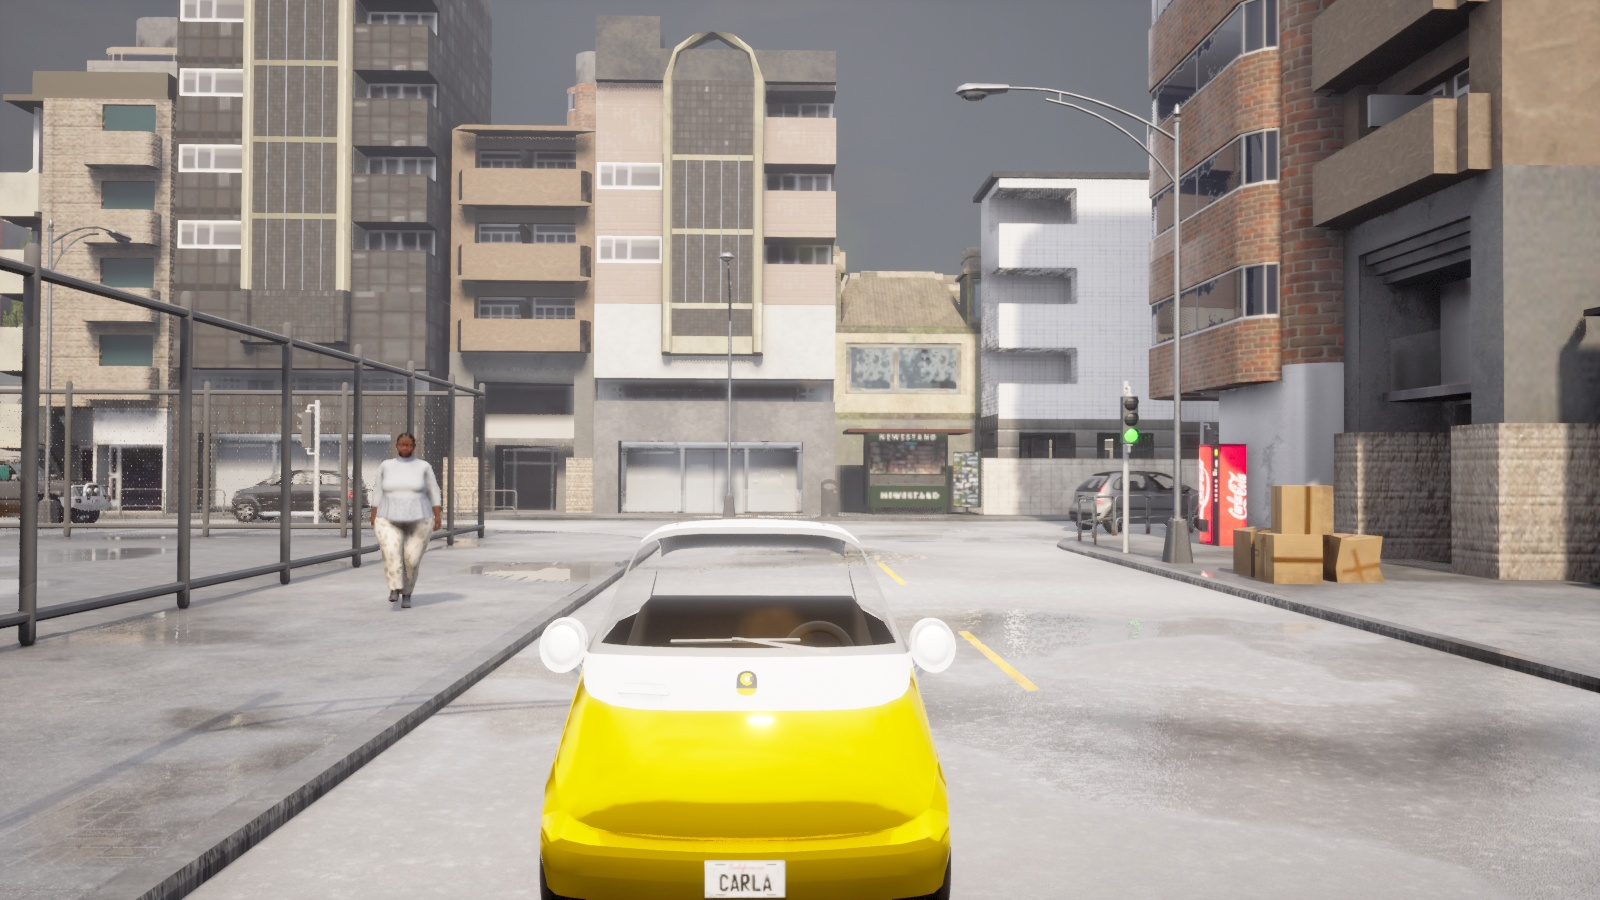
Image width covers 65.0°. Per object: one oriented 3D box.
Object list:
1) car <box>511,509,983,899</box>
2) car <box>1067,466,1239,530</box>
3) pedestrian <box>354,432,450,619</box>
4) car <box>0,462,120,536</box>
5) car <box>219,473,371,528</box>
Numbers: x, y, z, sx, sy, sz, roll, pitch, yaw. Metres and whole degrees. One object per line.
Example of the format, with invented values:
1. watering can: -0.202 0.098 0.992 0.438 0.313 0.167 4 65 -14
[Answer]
1. car: -0.190 0.955 5.061 1.481 1.376 2.207 0 -1 -1
2. car: 9.320 1.232 33.227 3.988 1.617 1.851 0 -1 -15
3. pedestrian: -4.120 0.760 13.064 0.874 1.855 0.900 0 -1 -13
4. car: -20.481 1.259 32.573 4.605 1.855 1.932 0 -1 -1
5. car: -14.712 1.467 36.727 3.705 1.549 1.789 0 -1 -2
